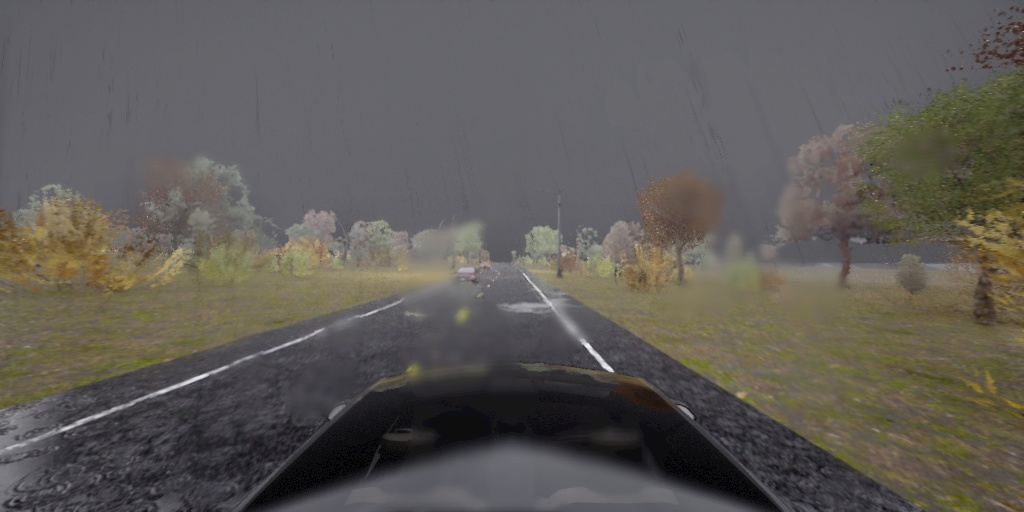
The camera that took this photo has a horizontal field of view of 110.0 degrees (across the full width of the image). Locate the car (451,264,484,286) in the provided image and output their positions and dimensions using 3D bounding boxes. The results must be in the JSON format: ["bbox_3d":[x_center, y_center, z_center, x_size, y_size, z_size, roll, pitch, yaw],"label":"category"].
[{"bbox_3d":[-3.634,1.588,29.329,1.812,1.442,4.674,0,-1,0],"label":"car"}]
